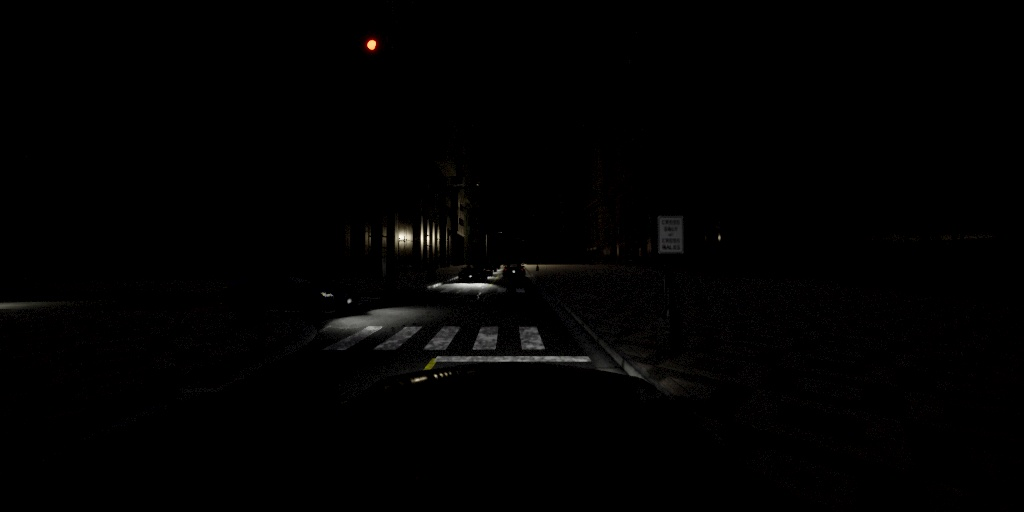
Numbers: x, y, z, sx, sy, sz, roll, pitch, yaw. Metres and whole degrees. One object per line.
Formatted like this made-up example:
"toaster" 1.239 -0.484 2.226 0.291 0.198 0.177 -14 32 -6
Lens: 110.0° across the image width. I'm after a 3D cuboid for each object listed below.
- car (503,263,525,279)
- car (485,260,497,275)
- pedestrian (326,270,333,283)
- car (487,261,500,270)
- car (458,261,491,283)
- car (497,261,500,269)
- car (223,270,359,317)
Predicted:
"car" 0.174 1.337 33.381 1.994 1.385 4.181 0 0 0
"car" -3.006 1.331 37.741 2.033 1.411 5.357 0 0 0
"pedestrian" -9.962 0.974 19.605 0.375 1.860 0.375 0 -1 0
"car" -2.904 1.459 57.820 1.895 1.301 4.718 0 0 1
"car" -3.022 1.327 28.420 1.994 1.385 4.181 0 0 1
"car" -2.973 1.320 47.594 1.837 1.490 4.892 0 0 0
"car" -7.712 1.223 12.544 4.674 1.442 1.812 0 -1 13
